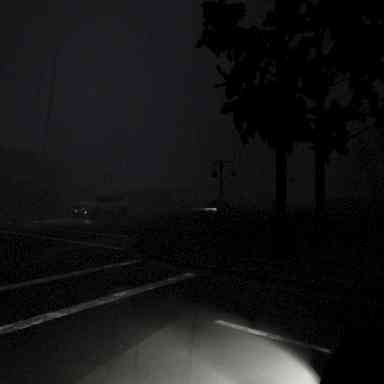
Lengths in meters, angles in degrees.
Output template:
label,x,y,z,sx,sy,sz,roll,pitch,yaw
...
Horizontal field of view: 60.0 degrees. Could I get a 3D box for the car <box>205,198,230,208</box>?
label,x,y,z,sx,sy,sz,roll,pitch,yaw
car,3.588,1.564,46.716,1.994,1.385,4.181,0,0,35

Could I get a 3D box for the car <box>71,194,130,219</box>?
label,x,y,z,sx,sy,sz,roll,pitch,yaw
car,-8.024,1.222,29.715,2.150,2.045,5.566,0,0,34

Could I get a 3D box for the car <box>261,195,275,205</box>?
label,x,y,z,sx,sy,sz,roll,pitch,yaw
car,13.853,1.347,60.774,2.097,1.767,4.553,0,0,7

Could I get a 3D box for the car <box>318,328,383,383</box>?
label,x,y,z,sx,sy,sz,roll,pitch,yaw
car,2.887,1.564,1.913,4.181,1.385,1.994,0,0,36
